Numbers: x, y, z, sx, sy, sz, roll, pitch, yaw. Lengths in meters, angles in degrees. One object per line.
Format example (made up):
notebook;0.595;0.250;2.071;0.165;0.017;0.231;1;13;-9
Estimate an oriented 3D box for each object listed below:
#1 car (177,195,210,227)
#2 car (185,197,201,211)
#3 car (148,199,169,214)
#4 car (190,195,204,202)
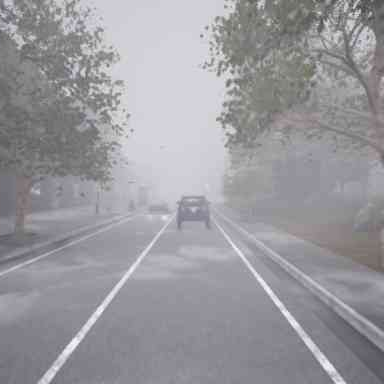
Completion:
car;0.100;1.231;23.211;2.150;2.045;5.566;0;0;0
car;0.147;1.492;41.569;1.882;1.535;5.008;0;0;1
car;-3.565;1.491;36.010;1.882;1.535;5.008;0;0;0
car;1.167;1.396;77.823;2.128;1.511;4.902;-1;0;14
